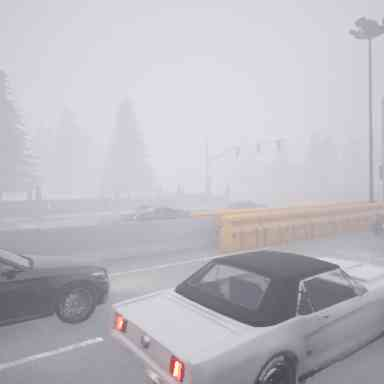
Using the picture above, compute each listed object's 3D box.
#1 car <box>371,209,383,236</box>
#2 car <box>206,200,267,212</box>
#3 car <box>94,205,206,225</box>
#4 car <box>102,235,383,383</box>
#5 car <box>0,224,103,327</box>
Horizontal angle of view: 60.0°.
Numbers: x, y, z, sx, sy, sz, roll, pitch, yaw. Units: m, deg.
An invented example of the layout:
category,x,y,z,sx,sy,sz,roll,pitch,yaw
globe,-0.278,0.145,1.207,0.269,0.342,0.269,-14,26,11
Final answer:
category,x,y,z,sx,sy,sz,roll,pitch,yaw
car,9.861,1.206,14.996,4.674,1.442,1.812,-1,1,-35
car,2.958,1.245,23.173,5.357,1.411,2.033,-1,1,-35
car,-2.095,1.363,15.362,4.902,1.511,2.128,-1,1,-35
car,1.392,1.539,4.730,4.718,1.301,1.895,-1,1,-35
car,-3.709,1.526,5.397,4.674,1.442,1.812,-1,1,-35
